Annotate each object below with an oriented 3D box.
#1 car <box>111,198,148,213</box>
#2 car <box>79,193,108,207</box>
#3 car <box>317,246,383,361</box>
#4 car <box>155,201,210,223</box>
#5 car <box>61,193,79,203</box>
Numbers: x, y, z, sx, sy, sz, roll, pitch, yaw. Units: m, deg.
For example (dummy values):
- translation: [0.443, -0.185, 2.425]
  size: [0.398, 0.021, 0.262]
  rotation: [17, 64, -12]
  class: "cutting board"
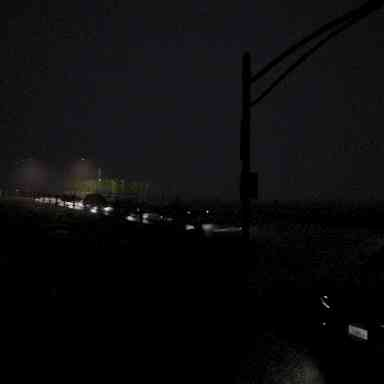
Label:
- translation: [-5.910, 1.213, 31.164]
  size: [1.895, 1.301, 4.718]
  rotation: [1, 1, -34]
  class: "car"
- translation: [-11.434, 0.955, 39.329]
  size: [1.837, 1.490, 4.892]
  rotation: [1, 1, -34]
  class: "car"
- translation: [4.197, 1.529, 5.667]
  size: [5.008, 1.535, 1.882]
  rotation: [0, 0, -34]
  class: "car"
- translation: [-0.775, 1.364, 23.588]
  size: [1.895, 1.301, 4.718]
  rotation: [1, 1, -34]
  class: "car"
- translation: [-17.572, 0.872, 48.465]
  size: [1.895, 1.301, 4.718]
  rotation: [1, 1, -34]
  class: "car"
